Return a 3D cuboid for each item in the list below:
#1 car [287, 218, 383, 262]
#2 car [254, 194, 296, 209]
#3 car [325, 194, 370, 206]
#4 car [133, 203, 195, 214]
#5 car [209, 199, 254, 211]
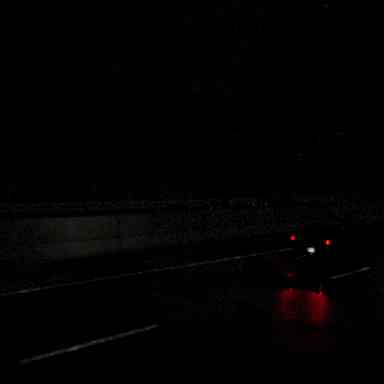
[{"bbox_3d":[5.706,1.606,12.222,4.718,1.301,1.895,0,0,-36],"label":"car"},{"bbox_3d":[9.071,1.226,36.524,5.566,2.045,2.150,0,0,-36],"label":"car"},{"bbox_3d":[15.150,1.192,32.286,5.566,2.045,2.150,0,0,-36],"label":"car"},{"bbox_3d":[-1.988,1.542,24.183,4.902,1.511,2.128,0,0,-36],"label":"car"},{"bbox_3d":[4.115,1.524,37.251,4.902,1.511,2.128,0,0,-36],"label":"car"}]
